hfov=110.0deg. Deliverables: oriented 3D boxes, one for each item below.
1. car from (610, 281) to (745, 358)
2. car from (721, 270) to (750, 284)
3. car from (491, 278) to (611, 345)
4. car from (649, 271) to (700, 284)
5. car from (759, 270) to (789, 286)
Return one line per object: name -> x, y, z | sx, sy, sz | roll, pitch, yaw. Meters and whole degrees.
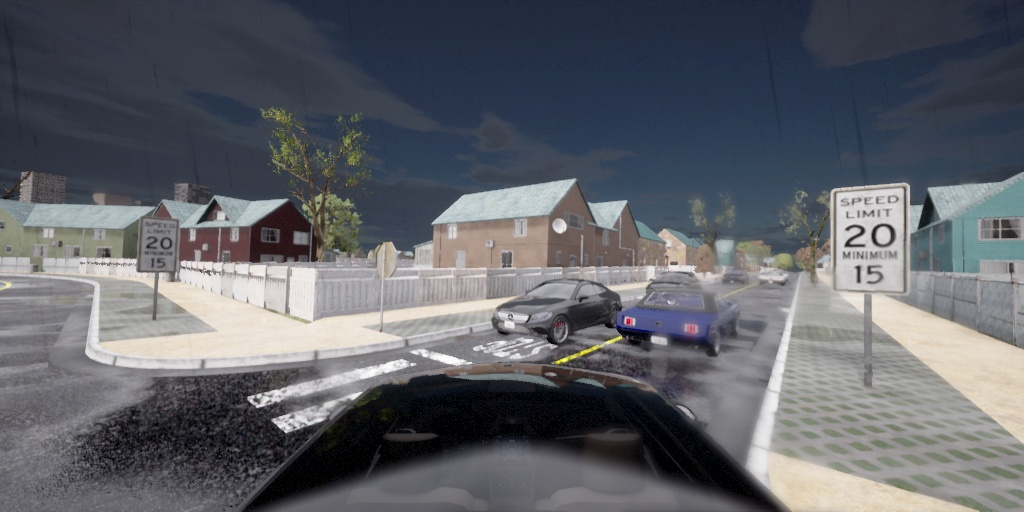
car -> 4.409, 1.478, 9.016 | 1.895, 1.301, 4.718 | 0, -1, 39
car -> 21.855, 2.027, 34.912 | 2.033, 1.411, 5.357 | 0, -1, 40
car -> 1.475, 1.370, 10.007 | 1.812, 1.442, 4.674 | 0, -1, 41
car -> 8.388, 1.556, 18.431 | 1.837, 1.490, 4.892 | 0, 0, 39
car -> 24.765, 2.115, 33.981 | 1.895, 1.301, 4.718 | 0, -1, 39
